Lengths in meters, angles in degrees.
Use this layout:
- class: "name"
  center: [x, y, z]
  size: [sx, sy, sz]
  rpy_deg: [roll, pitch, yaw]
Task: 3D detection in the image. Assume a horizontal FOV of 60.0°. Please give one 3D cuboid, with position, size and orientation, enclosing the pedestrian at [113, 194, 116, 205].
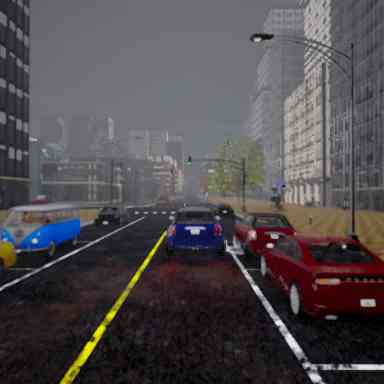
- class: "pedestrian"
  center: [-12.686, 1.239, 53.983]
  size: [0.375, 1.860, 0.375]
  rpy_deg: [0, -1, -1]

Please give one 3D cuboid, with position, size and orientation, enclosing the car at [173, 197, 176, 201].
- class: "car"
  center: [-5.594, 1.846, 78.622]
  size: [2.008, 1.369, 4.403]
  rpy_deg: [0, 0, 0]

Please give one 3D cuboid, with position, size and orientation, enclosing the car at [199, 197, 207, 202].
- class: "car"
  center: [2.792, 1.868, 84.165]
  size: [2.008, 1.369, 4.403]
  rpy_deg: [0, 0, 0]

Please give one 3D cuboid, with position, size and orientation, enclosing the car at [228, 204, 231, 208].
- class: "car"
  center: [2.728, 1.677, 29.483]
  size: [1.947, 1.339, 4.313]
  rpy_deg: [0, 0, 0]

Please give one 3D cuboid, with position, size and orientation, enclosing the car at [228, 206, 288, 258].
- class: "car"
  center: [2.710, 1.489, 12.866]
  size: [1.967, 1.590, 4.097]
  rpy_deg: [0, 0, 0]

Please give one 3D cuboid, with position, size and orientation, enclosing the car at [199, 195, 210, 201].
- class: "car"
  center: [2.773, 1.780, 67.682]
  size: [1.752, 1.417, 4.829]
  rpy_deg: [0, 0, 0]

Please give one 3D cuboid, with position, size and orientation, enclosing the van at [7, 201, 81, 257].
- class: "van"
  center: [-5.670, 1.390, 12.876]
  size: [1.690, 1.788, 3.998]
  rpy_deg: [0, 0, 0]

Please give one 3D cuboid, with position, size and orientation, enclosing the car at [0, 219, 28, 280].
- class: "car"
  center: [-5.678, 1.552, 7.166]
  size: [1.752, 1.417, 4.829]
  rpy_deg: [0, 0, 0]

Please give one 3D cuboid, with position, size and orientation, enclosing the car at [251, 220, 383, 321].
- class: "car"
  center: [2.702, 1.573, 7.326]
  size: [1.887, 1.381, 4.507]
  rpy_deg: [0, 0, 0]

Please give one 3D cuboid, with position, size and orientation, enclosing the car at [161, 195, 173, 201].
- class: "car"
  center: [-5.606, 1.568, 67.520]
  size: [2.192, 1.841, 5.009]
  rpy_deg: [0, 0, 0]

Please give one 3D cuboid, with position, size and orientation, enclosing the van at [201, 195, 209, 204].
- class: "van"
  center: [2.781, 1.616, 73.064]
  size: [1.690, 1.788, 3.998]
  rpy_deg: [0, 0, 0]

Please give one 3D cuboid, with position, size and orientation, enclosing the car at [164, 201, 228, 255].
- class: "car"
  center: [0.115, 1.404, 13.639]
  size: [2.097, 1.767, 4.553]
  rpy_deg: [0, 0, 0]

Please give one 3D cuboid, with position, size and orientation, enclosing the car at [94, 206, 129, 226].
- class: "car"
  center: [-5.658, 1.656, 23.953]
  size: [1.947, 1.339, 4.313]
  rpy_deg: [0, 0, 0]

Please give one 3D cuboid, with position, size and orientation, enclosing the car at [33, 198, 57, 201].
- class: "car"
  center: [-22.754, 1.528, 50.914]
  size: [4.206, 1.307, 1.802]
  rpy_deg: [1, -1, -1]

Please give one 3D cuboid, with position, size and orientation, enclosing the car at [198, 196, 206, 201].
- class: "car"
  center: [2.806, 1.925, 95.267]
  size: [1.947, 1.339, 4.313]
  rpy_deg: [0, 0, 0]

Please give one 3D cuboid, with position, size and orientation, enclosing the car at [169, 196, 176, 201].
- class: "car"
  center: [-5.575, 1.884, 95.105]
  size: [1.752, 1.417, 4.829]
  rpy_deg: [0, 0, 0]

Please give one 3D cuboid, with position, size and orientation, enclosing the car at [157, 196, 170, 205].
- class: "car"
  center: [-5.614, 1.814, 61.968]
  size: [1.802, 1.307, 4.206]
  rpy_deg: [0, 0, 0]
